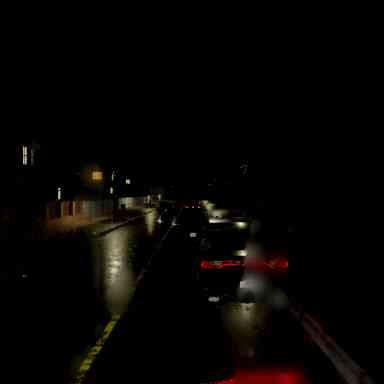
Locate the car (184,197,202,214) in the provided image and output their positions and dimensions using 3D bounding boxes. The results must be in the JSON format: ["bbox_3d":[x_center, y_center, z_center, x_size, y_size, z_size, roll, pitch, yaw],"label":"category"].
[{"bbox_3d":[0.120,1.548,35.397,2.033,1.411,5.357,0,0,0],"label":"car"}]

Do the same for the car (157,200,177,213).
[{"bbox_3d":[-2.701,1.601,36.573,1.895,1.301,4.718,0,0,0],"label":"car"}]

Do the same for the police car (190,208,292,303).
[{"bbox_3d":[0.972,1.426,8.421,1.930,1.638,5.238,0,0,0],"label":"police car"}]

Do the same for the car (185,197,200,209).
[{"bbox_3d":[0.090,1.504,45.744,1.837,1.490,4.892,0,0,1],"label":"car"}]
